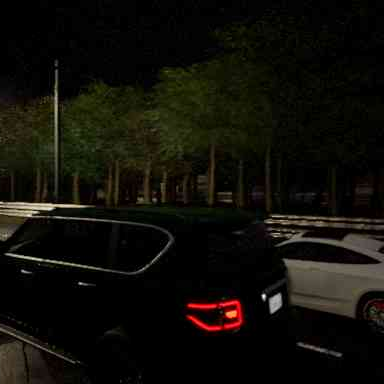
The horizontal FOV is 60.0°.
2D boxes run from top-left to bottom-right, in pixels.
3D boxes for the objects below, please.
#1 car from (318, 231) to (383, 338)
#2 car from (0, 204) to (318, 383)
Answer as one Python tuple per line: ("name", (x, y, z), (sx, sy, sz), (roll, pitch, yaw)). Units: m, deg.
("car", (2.373, 1.513, 6.552), (4.674, 1.442, 1.812), (0, 0, 35))
("car", (-1.346, 1.202, 4.899), (5.566, 2.045, 2.150), (0, 0, 35))
